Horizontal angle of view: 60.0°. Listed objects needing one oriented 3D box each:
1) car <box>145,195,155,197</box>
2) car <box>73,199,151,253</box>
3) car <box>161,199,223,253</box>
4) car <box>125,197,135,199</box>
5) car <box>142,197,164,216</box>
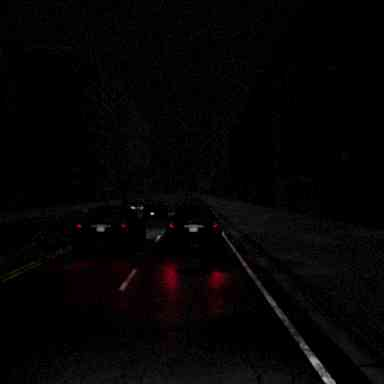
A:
[{"bbox_3d":[-6.573,1.307,51.941,2.097,1.767,4.553,0,0,0],"label":"car"},{"bbox_3d":[-3.183,1.333,13.768,2.097,1.767,4.553,0,0,0],"label":"car"},{"bbox_3d":[0.068,1.334,13.730,2.097,1.767,4.553,0,0,0],"label":"car"},{"bbox_3d":[-9.817,1.518,52.549,1.994,1.385,4.181,0,0,0],"label":"car"},{"bbox_3d":[-3.178,1.474,29.180,1.837,1.490,4.892,0,1,0],"label":"car"}]
